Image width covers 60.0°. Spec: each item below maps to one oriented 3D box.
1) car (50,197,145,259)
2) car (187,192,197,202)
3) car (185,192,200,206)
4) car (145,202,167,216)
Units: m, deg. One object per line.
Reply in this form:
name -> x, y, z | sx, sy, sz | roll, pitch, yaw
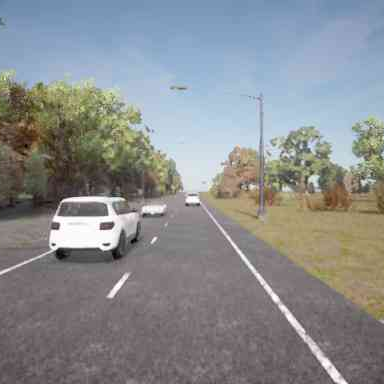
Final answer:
car -> -3.400, 1.195, 12.685 | 2.150, 2.045, 5.566 | 0, 0, 0
car -> 0.004, 1.079, 73.057 | 2.150, 2.045, 5.566 | 0, 0, 0
car -> 0.103, 1.112, 53.719 | 2.150, 2.045, 5.566 | 0, 0, 0
car -> -3.400, 1.536, 31.002 | 1.895, 1.301, 4.718 | 0, 0, 0
